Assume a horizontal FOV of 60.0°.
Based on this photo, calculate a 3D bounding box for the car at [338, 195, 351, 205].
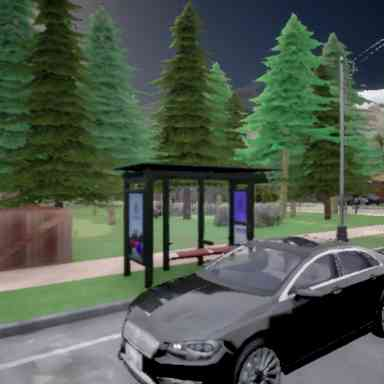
[{"bbox_3d":[23.972,1.065,50.504,3.866,1.878,1.905,0,0,-37],"label":"car"}]

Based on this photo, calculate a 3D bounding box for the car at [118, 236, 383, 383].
[{"bbox_3d":[1.371,1.485,4.966,4.902,1.511,2.128,0,0,-36],"label":"car"}]

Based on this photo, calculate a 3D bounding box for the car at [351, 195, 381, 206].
[{"bbox_3d":[25.790,1.061,48.726,4.605,1.855,1.932,0,0,-37],"label":"car"}]
